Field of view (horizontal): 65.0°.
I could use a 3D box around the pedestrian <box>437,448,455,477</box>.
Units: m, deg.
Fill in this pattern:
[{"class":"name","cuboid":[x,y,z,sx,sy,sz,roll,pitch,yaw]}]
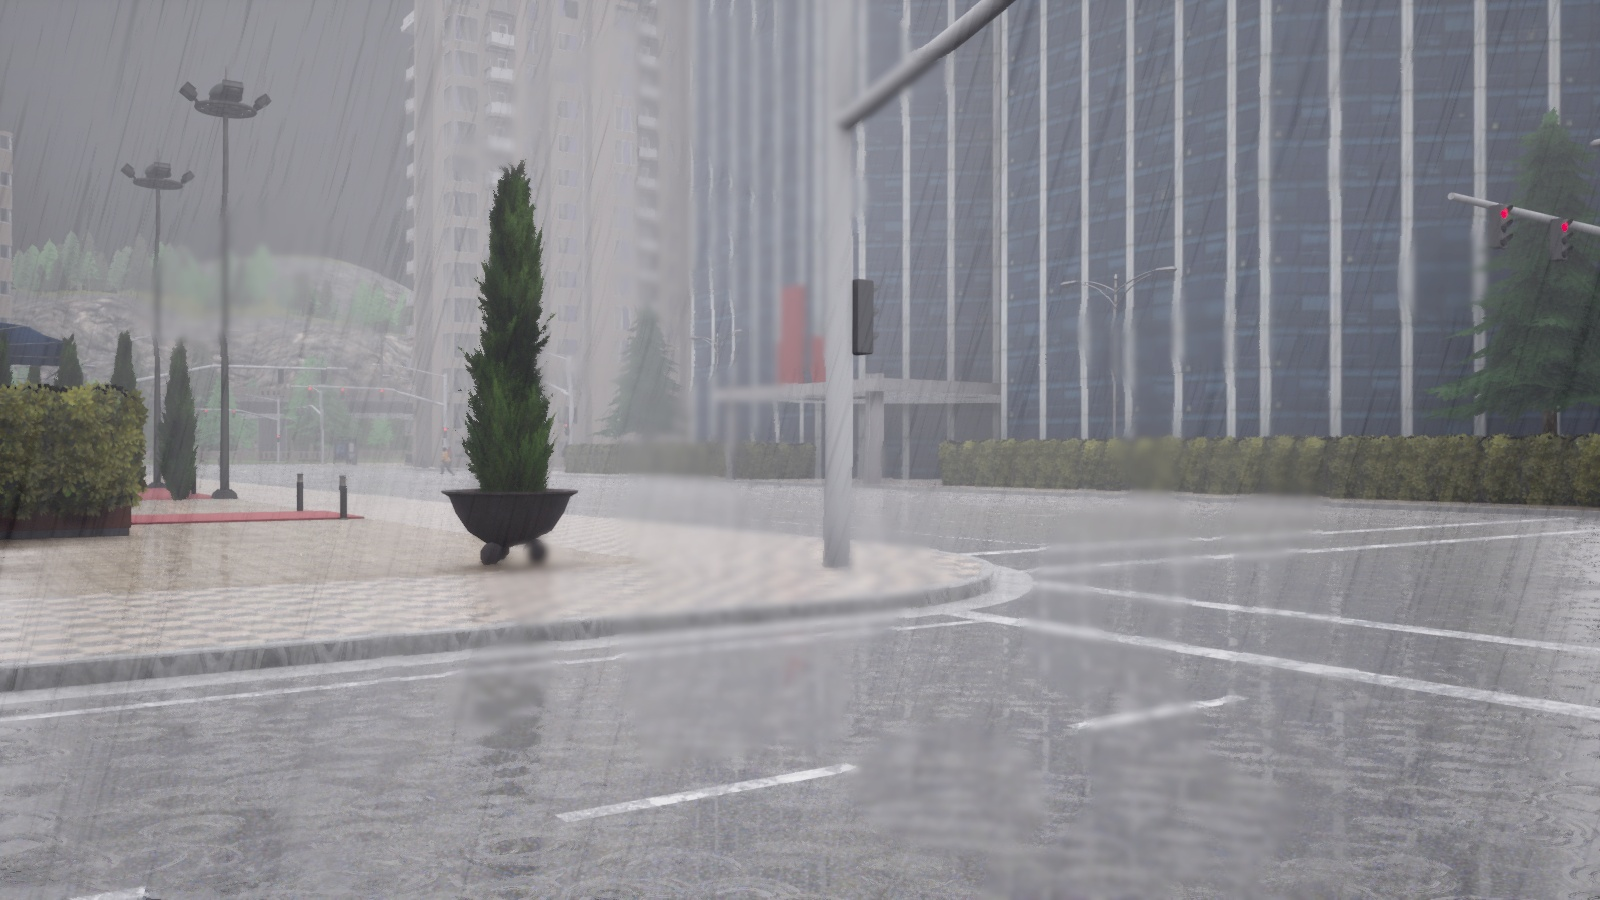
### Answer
[{"class":"pedestrian","cuboid":[-22.582,0.786,80.045,0.900,1.855,0.874,0,0,-33]}]
